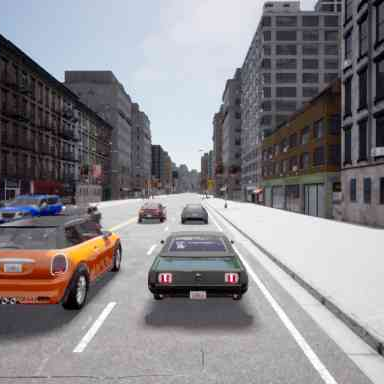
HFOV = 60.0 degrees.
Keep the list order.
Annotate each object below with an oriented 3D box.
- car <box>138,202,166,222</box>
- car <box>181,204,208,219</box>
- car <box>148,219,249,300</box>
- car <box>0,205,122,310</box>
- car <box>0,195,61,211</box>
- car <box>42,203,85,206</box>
[{"bbox_3d":[-3.048,1.532,26.025,1.812,1.442,4.674,0,0,0],"label":"car"},{"bbox_3d":[0.199,1.570,25.278,1.994,1.385,4.181,0,0,0],"label":"car"},{"bbox_3d":[0.132,1.601,8.316,1.895,1.301,4.718,0,0,0],"label":"car"},{"bbox_3d":[-3.122,1.352,7.976,2.097,1.767,4.553,0,0,1],"label":"car"},{"bbox_3d":[-9.772,1.225,20.382,2.150,2.045,5.566,0,0,0],"label":"car"},{"bbox_3d":[-6.526,1.508,19.146,1.837,1.490,4.892,0,0,0],"label":"car"}]
